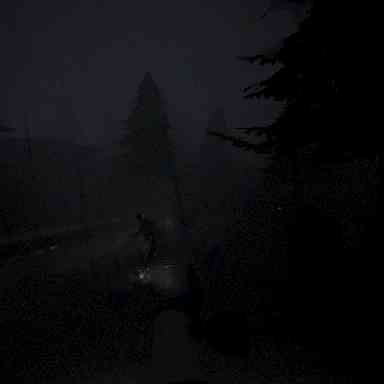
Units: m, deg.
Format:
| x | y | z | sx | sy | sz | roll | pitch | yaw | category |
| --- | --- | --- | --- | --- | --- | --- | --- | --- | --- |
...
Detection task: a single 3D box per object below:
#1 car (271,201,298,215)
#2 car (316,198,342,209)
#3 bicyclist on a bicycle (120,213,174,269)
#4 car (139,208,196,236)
| x | y | z | sx | sy | sz | roll | pitch | yaw | category |
| --- | --- | --- | --- | --- | --- | --- | --- | --- | --- |
| 9.577 | 1.563 | 33.923 | 1.994 | 1.385 | 4.181 | 0 | 0 | 33 | car |
| 18.385 | 1.491 | 44.597 | 4.902 | 1.511 | 2.128 | 0 | 0 | -44 | car |
| -1.365 | 1.453 | 9.811 | 1.656 | 1.620 | 0.582 | -2 | 0 | 8 | bicyclist on a bicycle |
| -1.228 | 1.601 | 18.582 | 1.895 | 1.301 | 4.718 | 0 | 0 | 16 | car |
